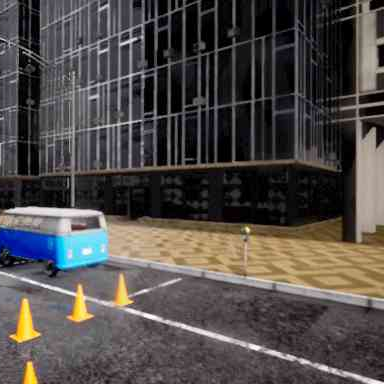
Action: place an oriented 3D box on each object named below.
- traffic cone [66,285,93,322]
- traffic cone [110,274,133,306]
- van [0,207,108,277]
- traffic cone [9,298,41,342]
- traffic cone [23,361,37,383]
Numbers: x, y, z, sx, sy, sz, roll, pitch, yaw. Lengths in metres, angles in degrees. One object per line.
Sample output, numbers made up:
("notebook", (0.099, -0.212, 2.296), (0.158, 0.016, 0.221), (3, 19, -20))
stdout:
("traffic cone", (-2.049, 1.987, 6.066), (0.340, 0.580, 0.340), (0, 0, 36))
("traffic cone", (-1.463, 1.993, 6.876), (0.340, 0.580, 0.340), (0, 0, 36))
("van", (-4.357, 1.391, 10.158), (3.998, 1.788, 1.690), (0, 0, 36))
("traffic cone", (-2.634, 1.981, 5.255), (0.340, 0.580, 0.340), (0, 0, 36))
("traffic cone", (-1.598, 1.972, 3.273), (0.340, 0.580, 0.340), (0, 0, 36))
